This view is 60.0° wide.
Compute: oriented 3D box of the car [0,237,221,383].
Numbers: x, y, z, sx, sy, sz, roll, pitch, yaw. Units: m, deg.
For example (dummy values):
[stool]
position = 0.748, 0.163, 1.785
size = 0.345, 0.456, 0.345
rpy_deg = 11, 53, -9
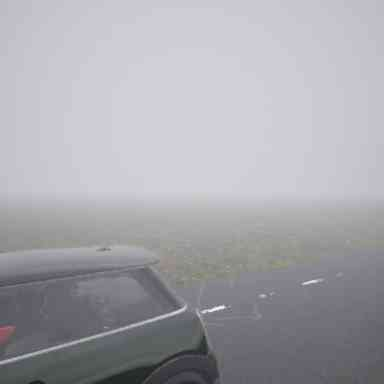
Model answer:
[car]
position = -2.012, 1.356, 2.603
size = 4.553, 1.767, 2.097
rpy_deg = 0, 0, -36
